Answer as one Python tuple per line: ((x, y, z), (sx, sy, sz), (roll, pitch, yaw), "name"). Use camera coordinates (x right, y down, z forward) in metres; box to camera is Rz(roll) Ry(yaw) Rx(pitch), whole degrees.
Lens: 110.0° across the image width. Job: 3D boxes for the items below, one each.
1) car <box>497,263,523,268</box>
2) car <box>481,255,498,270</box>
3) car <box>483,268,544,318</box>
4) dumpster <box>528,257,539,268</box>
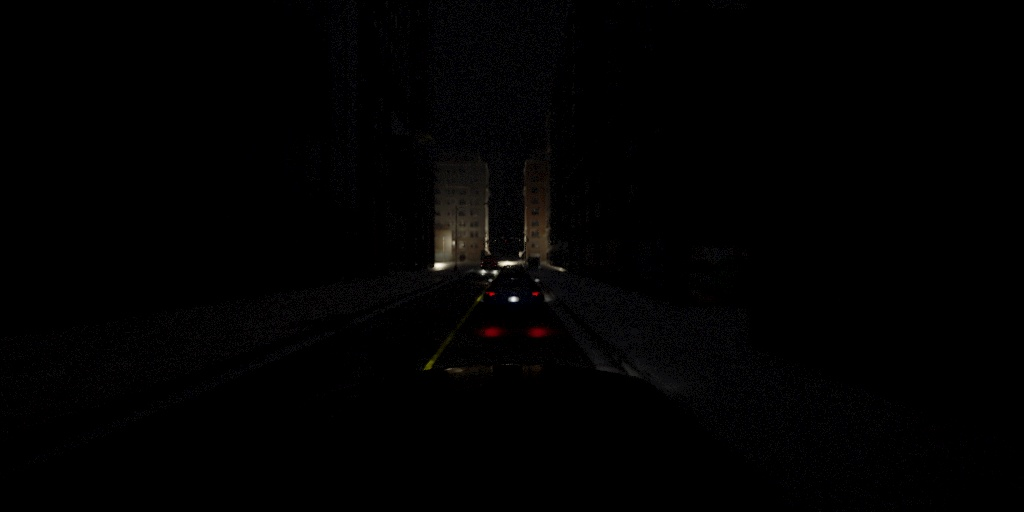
((0.055, 1.280, 27.396), (1.895, 1.301, 4.718), (0, 0, 0), "car")
((-3.100, 0.845, 50.368), (2.150, 2.045, 5.566), (0, 0, 0), "car")
((0.062, 1.281, 12.813), (1.994, 1.385, 4.181), (0, 0, 0), "car")
((3.119, 1.017, 51.748), (1.020, 1.700, 1.940), (0, 0, 0), "dumpster")
